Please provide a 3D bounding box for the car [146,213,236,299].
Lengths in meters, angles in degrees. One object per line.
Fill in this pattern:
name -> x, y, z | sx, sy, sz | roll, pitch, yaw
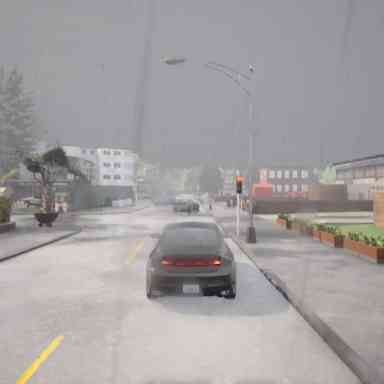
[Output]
car -> -0.016, 1.502, 8.424 | 1.837, 1.490, 4.892 | 0, 0, 0

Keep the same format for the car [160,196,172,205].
car -> -4.637, 1.460, 60.001 | 1.882, 1.535, 5.008 | 0, 0, 0

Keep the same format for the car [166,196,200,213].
car -> -0.566, 1.481, 34.182 | 2.128, 1.511, 4.902 | 1, 0, 16

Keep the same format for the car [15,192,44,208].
car -> -20.154, 0.973, 42.086 | 1.905, 1.878, 3.866 | 0, 0, 34

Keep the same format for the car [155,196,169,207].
car -> -4.571, 1.463, 50.587 | 1.882, 1.535, 5.008 | 0, 0, 0

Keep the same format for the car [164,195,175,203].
car -> -4.665, 1.504, 70.431 | 2.128, 1.511, 4.902 | 0, 0, -1
